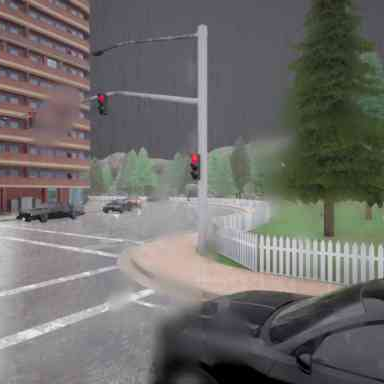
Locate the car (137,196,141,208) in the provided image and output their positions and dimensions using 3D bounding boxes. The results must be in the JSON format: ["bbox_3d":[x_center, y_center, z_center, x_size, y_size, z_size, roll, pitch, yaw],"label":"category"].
[{"bbox_3d":[-8.119,1.297,45.702,2.097,1.767,4.553,0,0,-11],"label":"car"}]

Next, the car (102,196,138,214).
[{"bbox_3d":[-7.795,1.492,35.585,2.033,1.411,5.357,0,0,7],"label":"car"}]

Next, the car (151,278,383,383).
[{"bbox_3d":[1.873,1.478,2.653,5.008,1.535,1.882,0,0,36],"label":"car"}]

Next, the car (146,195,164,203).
[{"bbox_3d":[-7.745,1.448,69.350,1.837,1.490,4.892,0,0,-42],"label":"car"}]

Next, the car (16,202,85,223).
[{"bbox_3d":[-10.641,1.492,25.586,2.033,1.411,5.357,0,0,24],"label":"car"}]
